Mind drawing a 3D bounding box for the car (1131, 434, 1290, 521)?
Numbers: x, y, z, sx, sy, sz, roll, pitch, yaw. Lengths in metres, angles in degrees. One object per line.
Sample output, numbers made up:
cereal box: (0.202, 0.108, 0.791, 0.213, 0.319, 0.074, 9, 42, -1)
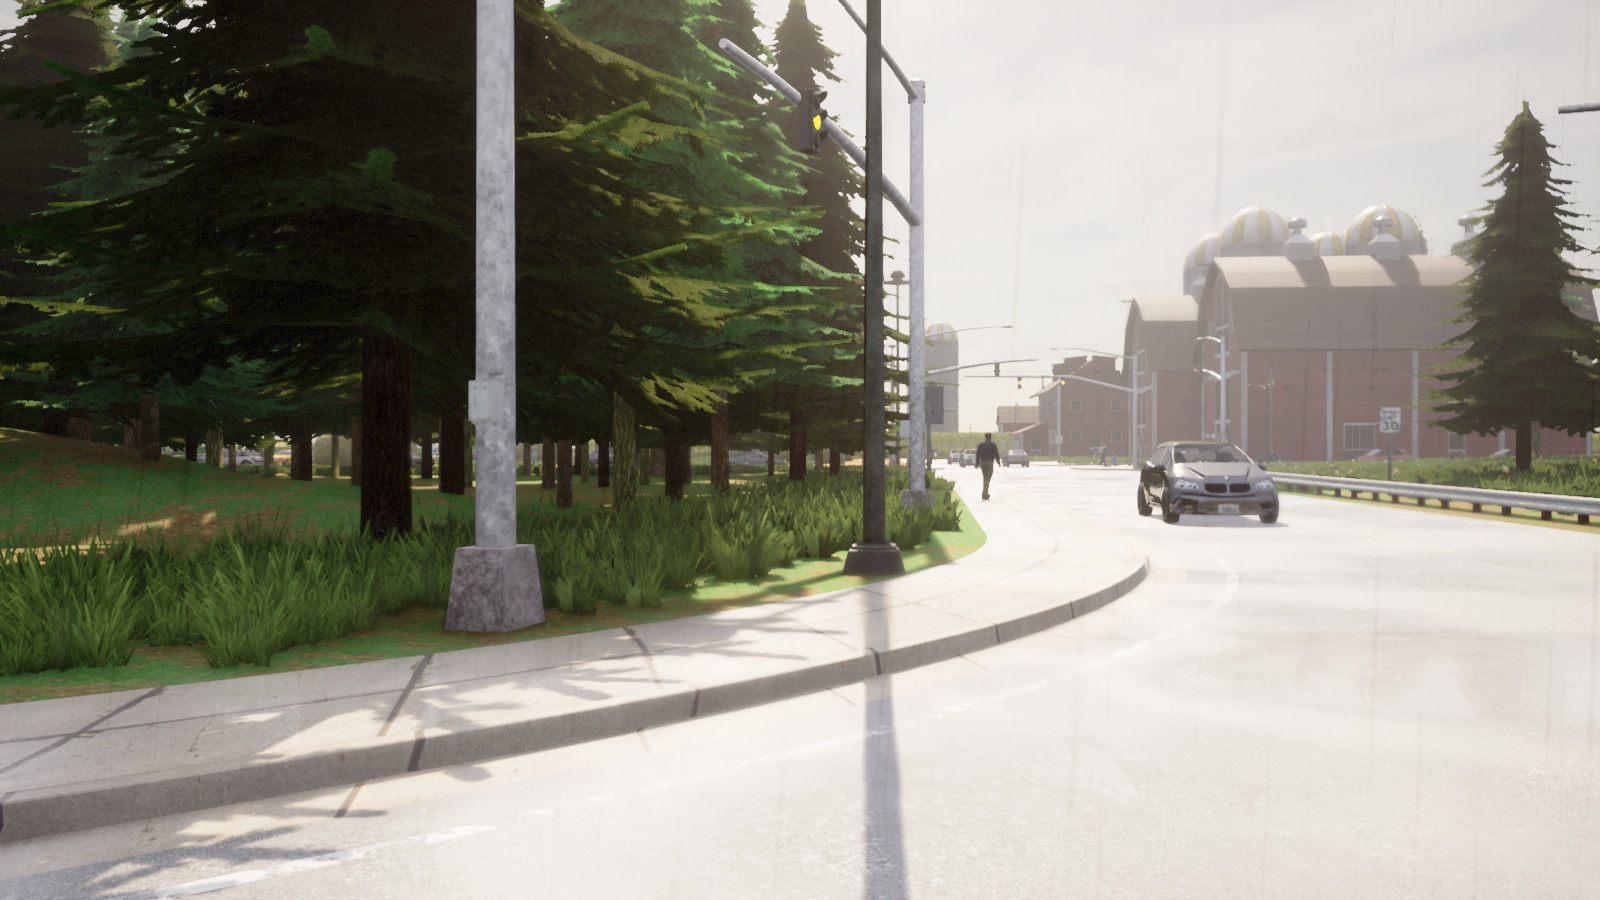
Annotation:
car: (8.530, 0.532, 26.574, 2.242, 1.667, 4.611, 0, 0, 6)

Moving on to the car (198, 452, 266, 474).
car: (-39.413, 0.883, 87.243, 3.806, 1.475, 1.970, 0, 0, 4)

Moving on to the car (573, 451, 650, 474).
car: (-12.238, 0.812, 81.564, 4.674, 1.442, 1.812, 0, 0, 5)

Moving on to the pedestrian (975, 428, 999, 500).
pedestrian: (4.870, 0.364, 32.675, 0.370, 1.835, 0.726, 0, 0, 29)

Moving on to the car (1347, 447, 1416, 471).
car: (37.507, 0.552, 81.059, 3.633, 1.501, 1.845, 0, 0, 5)

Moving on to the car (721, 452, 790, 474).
car: (-2.833, 0.804, 80.804, 4.181, 1.385, 1.994, 0, 0, 5)
